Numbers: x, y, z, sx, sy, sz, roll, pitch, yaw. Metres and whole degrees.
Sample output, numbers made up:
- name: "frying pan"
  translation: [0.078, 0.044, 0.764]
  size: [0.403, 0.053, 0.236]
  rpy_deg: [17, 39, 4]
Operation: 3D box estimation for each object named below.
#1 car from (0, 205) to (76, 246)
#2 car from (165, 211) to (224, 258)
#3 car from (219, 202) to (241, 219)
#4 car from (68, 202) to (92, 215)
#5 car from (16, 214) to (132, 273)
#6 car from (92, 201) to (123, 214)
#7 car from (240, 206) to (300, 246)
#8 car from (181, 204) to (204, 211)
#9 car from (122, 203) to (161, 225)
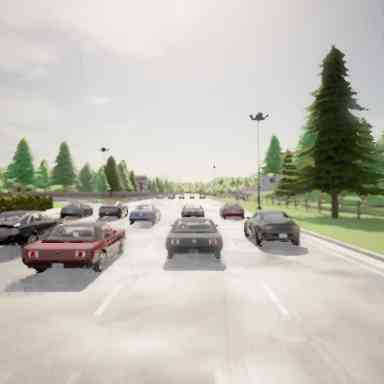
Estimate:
- name: "car"
  translation: [-6.917, 1.525, 13.950]
  size: [2.128, 1.511, 4.902]
  rpy_deg: [0, 0, 0]
- name: "car"
  translation: [0.080, 1.631, 12.864]
  size: [1.895, 1.301, 4.718]
  rpy_deg: [0, 0, 0]
- name: "car"
  translation: [3.588, 1.635, 30.360]
  size: [1.994, 1.385, 4.181]
  rpy_deg: [0, 0, 0]
- name: "car"
  translation: [-10.412, 1.634, 30.368]
  size: [1.994, 1.385, 4.181]
  rpy_deg: [0, 0, 0]
- name: "car"
  translation: [-3.430, 1.626, 10.768]
  size: [1.895, 1.301, 4.718]
  rpy_deg: [0, 0, 0]
- name: "car"
  translation: [-6.914, 1.561, 29.681]
  size: [2.128, 1.511, 4.902]
  rpy_deg: [0, 0, 0]
- name: "car"
  translation: [3.581, 1.562, 15.390]
  size: [1.812, 1.442, 4.674]
  rpy_deg: [0, 0, 0]
- name: "car"
  translation: [0.083, 1.667, 28.046]
  size: [1.895, 1.301, 4.718]
  rpy_deg: [0, 0, 0]
- name: "car"
  translation: [-3.433, 1.606, 24.828]
  size: [2.033, 1.411, 5.357]
  rpy_deg: [0, 0, 0]
